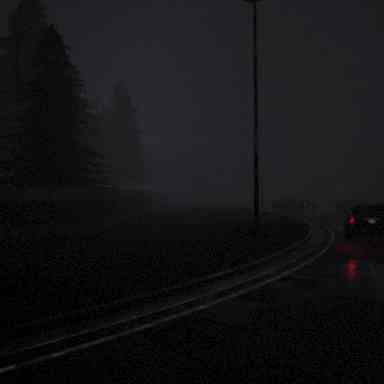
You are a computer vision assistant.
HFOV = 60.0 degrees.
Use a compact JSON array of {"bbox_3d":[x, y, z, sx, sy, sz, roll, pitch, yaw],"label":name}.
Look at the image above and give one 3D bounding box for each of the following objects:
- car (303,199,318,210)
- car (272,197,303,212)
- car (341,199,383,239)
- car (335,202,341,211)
[{"bbox_3d":[14.282,1.603,42.474,1.895,1.301,4.718,0,0,-3],"label":"car"},{"bbox_3d":[10.915,1.371,39.155,2.097,1.767,4.553,0,0,-2],"label":"car"},{"bbox_3d":[8.838,1.331,16.739,2.097,1.767,4.553,-1,0,23],"label":"car"},{"bbox_3d":[17.962,1.527,37.795,1.994,1.385,4.181,0,0,-2],"label":"car"}]
